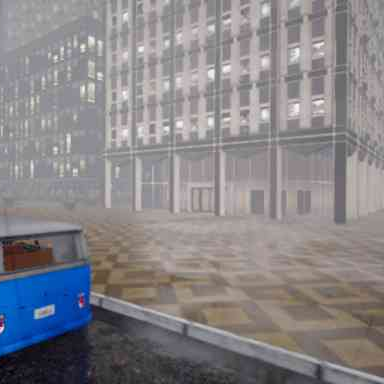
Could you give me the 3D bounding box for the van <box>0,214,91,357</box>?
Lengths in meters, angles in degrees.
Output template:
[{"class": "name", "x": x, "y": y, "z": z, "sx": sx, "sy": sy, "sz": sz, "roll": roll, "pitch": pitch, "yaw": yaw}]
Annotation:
[{"class": "van", "x": -3.366, "y": 1.258, "z": 5.307, "sx": 3.998, "sy": 1.788, "sz": 1.690, "roll": 1, "pitch": 0, "yaw": 36}]
